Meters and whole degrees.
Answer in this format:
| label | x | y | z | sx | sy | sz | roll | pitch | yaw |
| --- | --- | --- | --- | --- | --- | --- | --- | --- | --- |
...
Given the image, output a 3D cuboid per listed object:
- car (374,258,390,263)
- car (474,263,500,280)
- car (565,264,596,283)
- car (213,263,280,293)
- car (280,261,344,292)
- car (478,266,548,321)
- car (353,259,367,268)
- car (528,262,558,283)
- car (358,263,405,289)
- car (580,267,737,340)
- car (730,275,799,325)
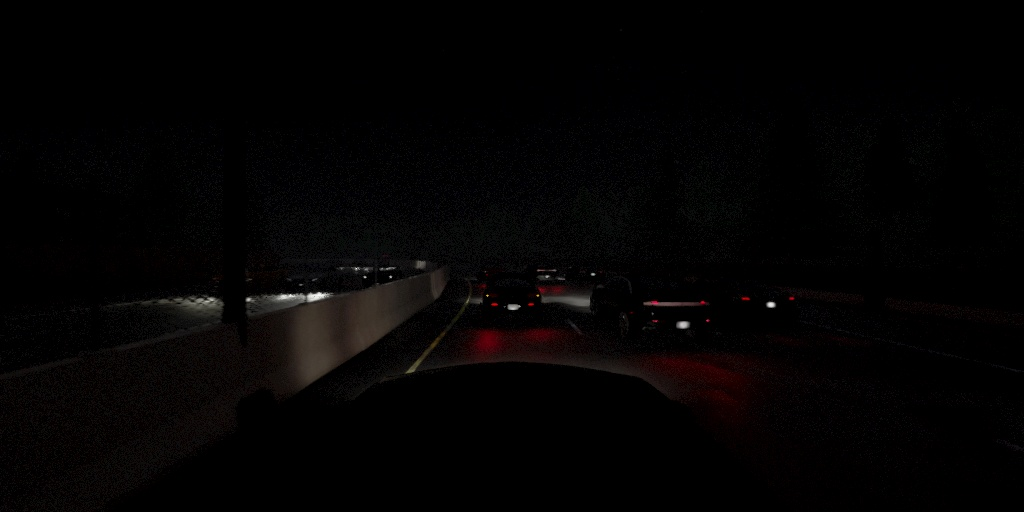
| label | x | y | z | sx | sy | sz | roll | pitch | yaw |
| --- | --- | --- | --- | --- | --- | --- | --- | --- | --- |
| car | -22.303 | 1.116 | 61.391 | 2.128 | 1.511 | 4.902 | 0 | 0 | -31 |
| car | -1.683 | 1.220 | 27.766 | 1.812 | 1.442 | 4.674 | 0 | 0 | -10 |
| car | 5.453 | 1.259 | 27.444 | 1.994 | 1.385 | 4.181 | 0 | 0 | -9 |
| car | -14.927 | 1.186 | 20.814 | 1.882 | 1.535 | 5.008 | 0 | 0 | -8 |
| car | -11.480 | 1.234 | 21.286 | 1.812 | 1.442 | 4.674 | 0 | 0 | -8 |
| car | -0.042 | 1.253 | 12.293 | 1.812 | 1.442 | 4.674 | 0 | 0 | -2 |
| car | -25.129 | 1.151 | 59.330 | 1.812 | 1.442 | 4.674 | 0 | 0 | -31 |
| car | 2.035 | 1.188 | 26.782 | 2.128 | 1.511 | 4.902 | 0 | 0 | -9 |
| car | -8.159 | 1.305 | 23.118 | 1.895 | 1.301 | 4.718 | 0 | 0 | -8 |
| car | 3.528 | 1.224 | 9.914 | 2.128 | 1.511 | 4.902 | 0 | 0 | -1 |
| car | 6.984 | 1.293 | 11.741 | 1.994 | 1.385 | 4.181 | 0 | 0 | -1 |
